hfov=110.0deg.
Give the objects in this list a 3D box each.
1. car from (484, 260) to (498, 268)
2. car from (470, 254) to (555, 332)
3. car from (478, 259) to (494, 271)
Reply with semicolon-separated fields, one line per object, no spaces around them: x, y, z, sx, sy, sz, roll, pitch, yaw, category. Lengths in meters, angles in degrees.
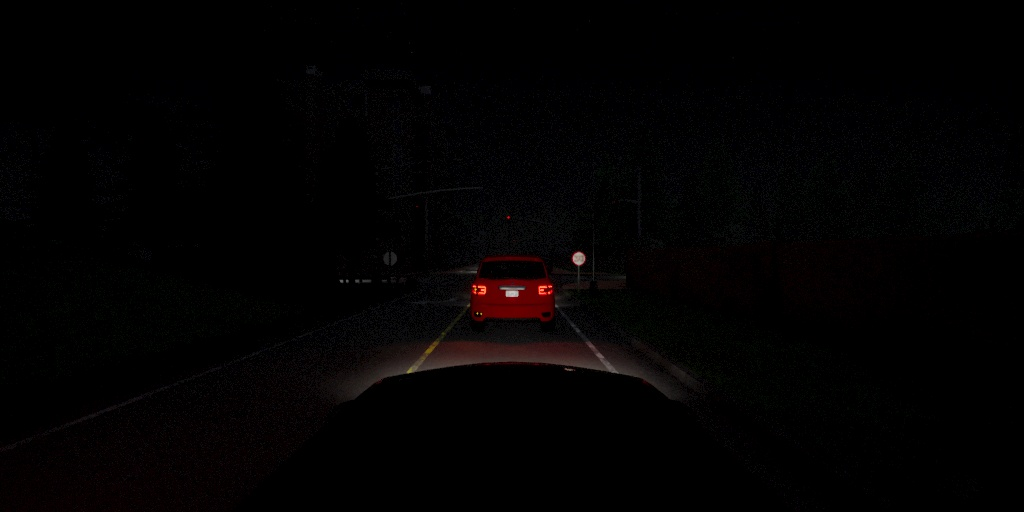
-3.506;1.314;59.981;1.994;1.385;4.181;0;0;1;car
0.053;0.971;11.005;2.150;2.045;5.566;0;0;1;car
-3.532;1.228;50.056;1.882;1.535;5.008;0;0;0;car
